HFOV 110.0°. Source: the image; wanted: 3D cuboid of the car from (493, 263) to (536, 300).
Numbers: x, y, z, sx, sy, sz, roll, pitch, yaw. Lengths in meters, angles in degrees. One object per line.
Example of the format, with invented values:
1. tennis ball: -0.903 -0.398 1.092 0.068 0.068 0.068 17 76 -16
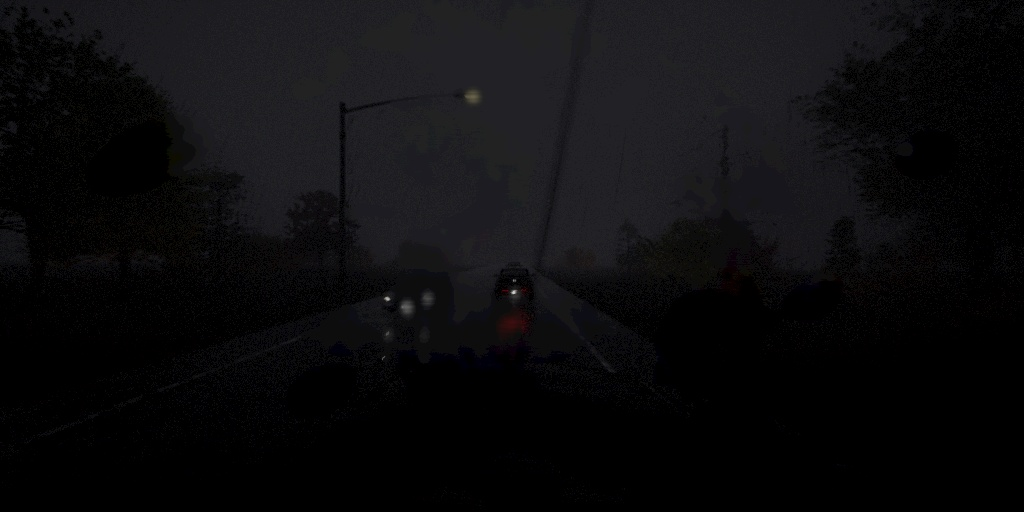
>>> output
1. car: 0.127 1.317 18.051 1.837 1.490 4.892 0 0 0

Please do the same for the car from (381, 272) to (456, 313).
1. car: -3.485 1.344 14.540 2.033 1.411 5.357 0 0 0
